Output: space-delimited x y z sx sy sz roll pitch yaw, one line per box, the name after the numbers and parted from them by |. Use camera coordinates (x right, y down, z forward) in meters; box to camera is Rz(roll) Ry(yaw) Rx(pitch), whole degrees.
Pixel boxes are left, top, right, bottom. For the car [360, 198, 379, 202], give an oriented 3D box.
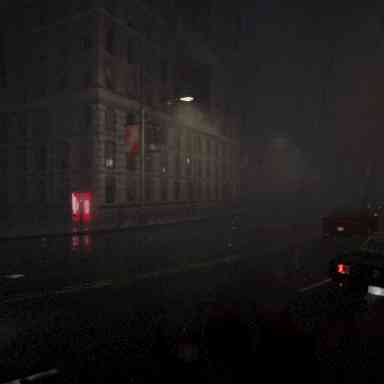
16.515 1.339 30.943 2.097 1.767 4.553 0 0 29 | car

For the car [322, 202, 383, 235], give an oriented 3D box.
7.987 1.470 16.582 1.882 1.535 5.008 0 0 37 | car

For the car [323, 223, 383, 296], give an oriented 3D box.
5.143 1.598 7.863 4.718 1.301 1.895 0 0 -43 | car
